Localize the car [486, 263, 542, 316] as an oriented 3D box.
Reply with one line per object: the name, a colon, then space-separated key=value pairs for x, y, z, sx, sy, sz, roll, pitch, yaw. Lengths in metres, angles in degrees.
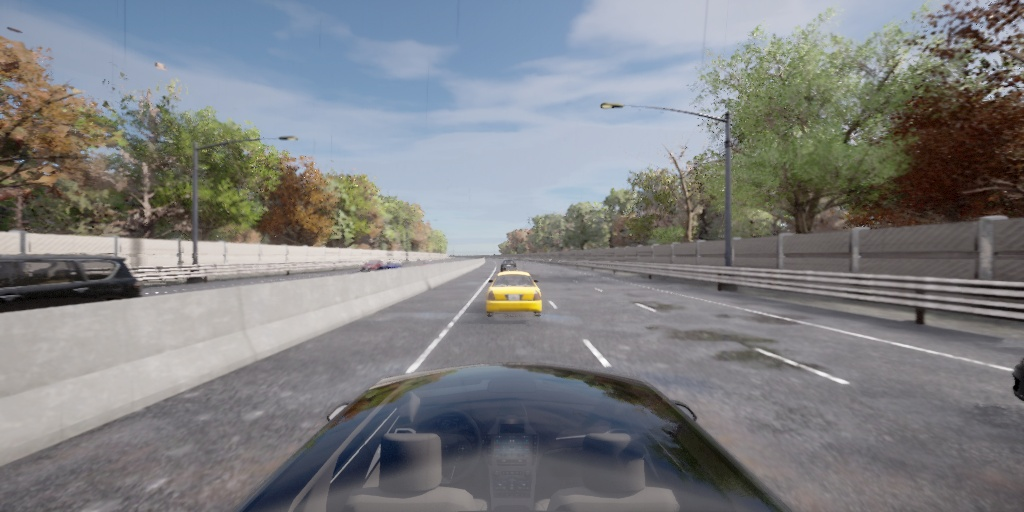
car: x=0.047 y=1.211 z=13.237 sx=1.801 sy=1.575 sz=5.366 roll=0 pitch=0 yaw=0

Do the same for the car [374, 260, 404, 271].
car: x=-14.614 y=1.364 z=43.543 sx=1.895 sy=1.301 sz=4.718 roll=0 pitch=0 yaw=-1

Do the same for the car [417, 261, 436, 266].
car: x=-11.213 y=1.366 z=47.775 sx=1.895 sy=1.301 sz=4.718 roll=0 pitch=0 yaw=-1

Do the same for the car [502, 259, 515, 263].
car: x=-0.450 y=1.196 z=44.641 sx=2.033 sy=1.649 sz=4.856 roll=0 pitch=0 yaw=-1

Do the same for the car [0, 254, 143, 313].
car: x=-10.617 y=0.975 z=6.948 sx=2.150 sy=2.045 sz=5.566 roll=0 pitch=0 yaw=0

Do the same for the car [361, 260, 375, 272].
car: x=-18.199 y=1.288 z=47.225 sx=1.812 sy=1.442 sz=4.674 roll=0 pitch=0 yaw=-1

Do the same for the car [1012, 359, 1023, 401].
car: x=7.092 y=1.254 z=2.311 sx=1.837 sy=1.490 sz=4.892 roll=0 pitch=0 yaw=0
